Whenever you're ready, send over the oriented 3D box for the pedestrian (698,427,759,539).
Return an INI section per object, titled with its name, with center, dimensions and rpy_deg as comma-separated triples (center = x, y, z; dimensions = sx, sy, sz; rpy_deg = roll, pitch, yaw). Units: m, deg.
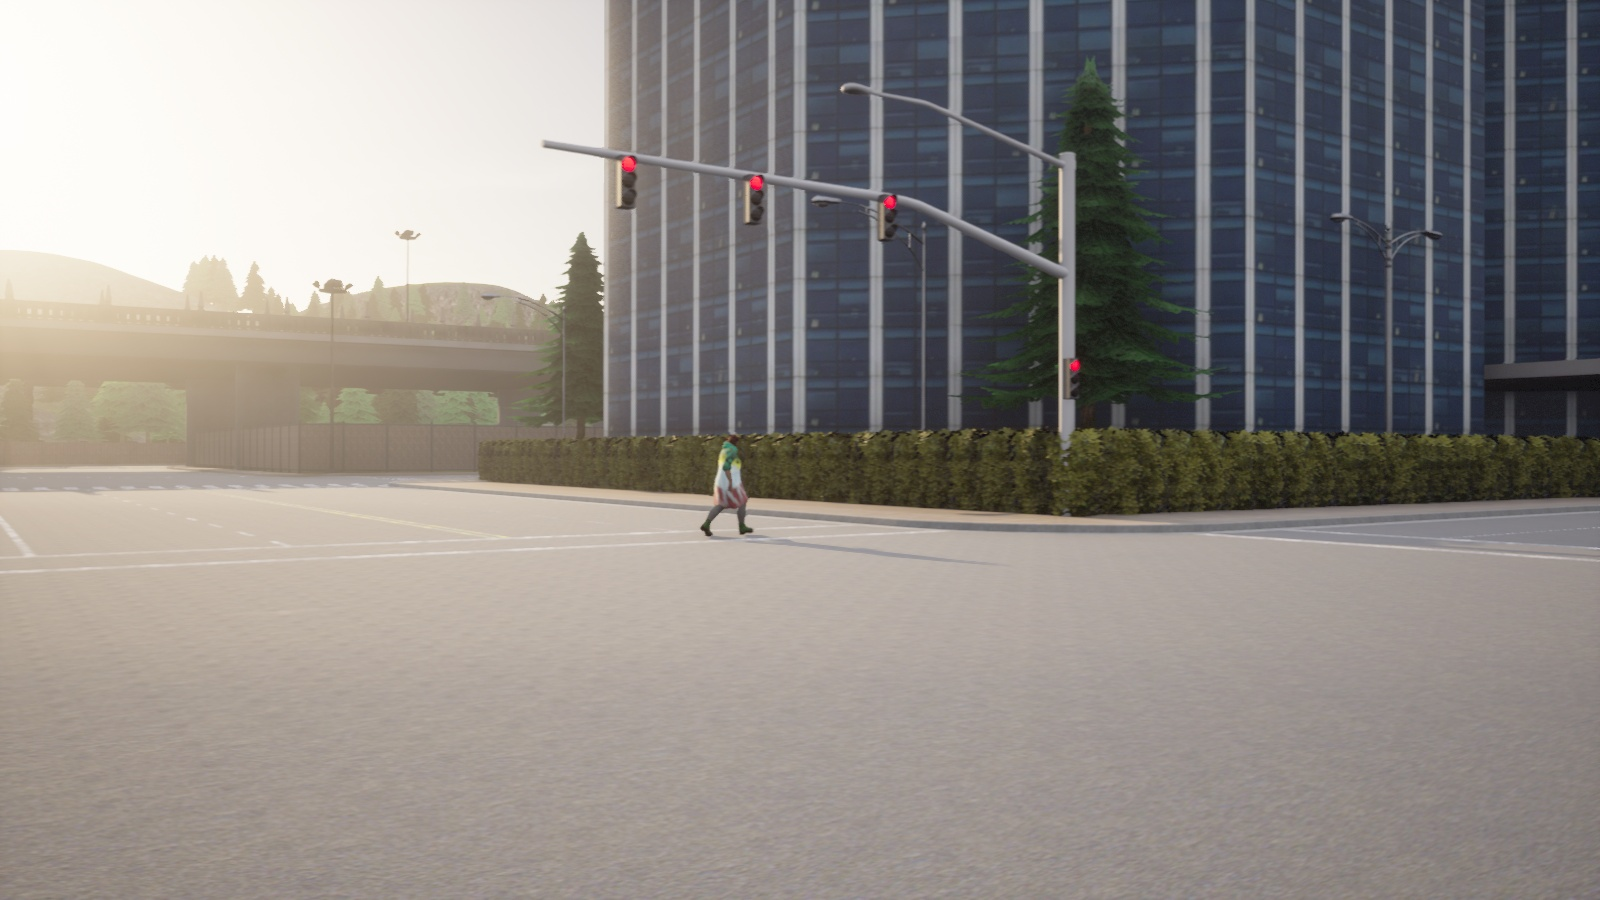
[pedestrian]
center = -1.272, 0.571, 22.283
dimensions = 0.873, 1.952, 0.659
rpy_deg = 0, 0, -27
